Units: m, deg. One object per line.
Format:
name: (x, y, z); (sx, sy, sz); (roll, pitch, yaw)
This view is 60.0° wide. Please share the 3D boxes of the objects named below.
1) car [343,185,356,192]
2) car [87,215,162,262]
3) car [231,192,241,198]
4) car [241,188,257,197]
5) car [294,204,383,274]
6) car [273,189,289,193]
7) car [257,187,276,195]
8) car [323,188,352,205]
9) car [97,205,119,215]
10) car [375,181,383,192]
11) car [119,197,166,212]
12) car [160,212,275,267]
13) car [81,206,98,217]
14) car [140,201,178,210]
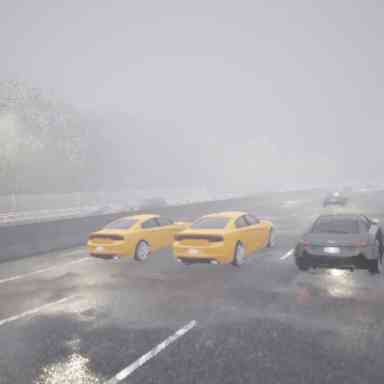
car: (33.849, -0.695, 72.354); (1.882, 1.535, 5.008); (-4, 0, 31)
car: (-1.757, 1.621, 13.029); (1.882, 1.535, 5.008); (-4, 0, 31)
car: (10.320, 0.761, 73.904); (1.837, 1.490, 4.892); (-4, 0, 31)
car: (13.278, 0.280, 72.075); (2.150, 2.045, 5.566); (-4, 0, 31)
car: (4.350, 1.283, 9.622); (1.994, 1.385, 4.181); (-4, 0, 31)
car: (18.989, 0.294, 67.964); (2.033, 1.411, 5.357); (-4, 0, 31)
car: (16.270, 0.072, 70.271); (2.150, 2.045, 5.566); (-4, 0, 31)
car: (14.261, 0.651, 32.924); (1.994, 1.385, 4.181); (-4, 0, 31)
car: (-7.806, 2.128, 37.025); (1.812, 1.442, 4.674); (-4, 0, 31)
car: (34.770, -0.734, 60.305); (1.812, 1.442, 4.674); (-4, 0, 31)
car: (-4.733, 1.614, 35.393); (2.150, 2.045, 5.566); (-4, -1, 31)
car: (1.295, 1.409, 11.328); (1.882, 1.535, 5.008); (-4, 0, 31)
car: (-10.803, 2.336, 38.821); (1.812, 1.442, 4.674); (-4, 0, 31)
car: (-2.476, 1.830, 32.347); (1.895, 1.301, 4.718); (-4, 0, 31)
